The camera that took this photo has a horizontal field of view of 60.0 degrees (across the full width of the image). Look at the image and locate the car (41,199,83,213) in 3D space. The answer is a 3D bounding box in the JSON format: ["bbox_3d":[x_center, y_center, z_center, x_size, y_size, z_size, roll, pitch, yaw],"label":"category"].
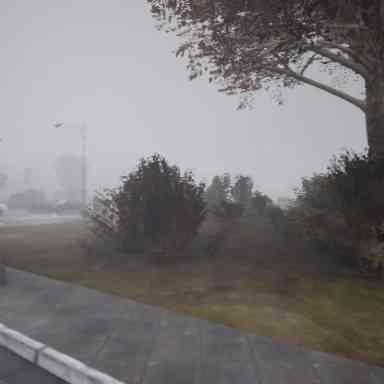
[{"bbox_3d":[-14.113,1.500,37.497,1.812,1.442,4.674,0,0,33],"label":"car"}]

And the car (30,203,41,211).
[{"bbox_3d":[-16.783,1.571,39.824,1.895,1.301,4.718,0,0,33],"label":"car"}]

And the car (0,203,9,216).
[{"bbox_3d":[-19.020,1.499,29.840,1.812,1.442,4.674,0,0,33],"label":"car"}]
